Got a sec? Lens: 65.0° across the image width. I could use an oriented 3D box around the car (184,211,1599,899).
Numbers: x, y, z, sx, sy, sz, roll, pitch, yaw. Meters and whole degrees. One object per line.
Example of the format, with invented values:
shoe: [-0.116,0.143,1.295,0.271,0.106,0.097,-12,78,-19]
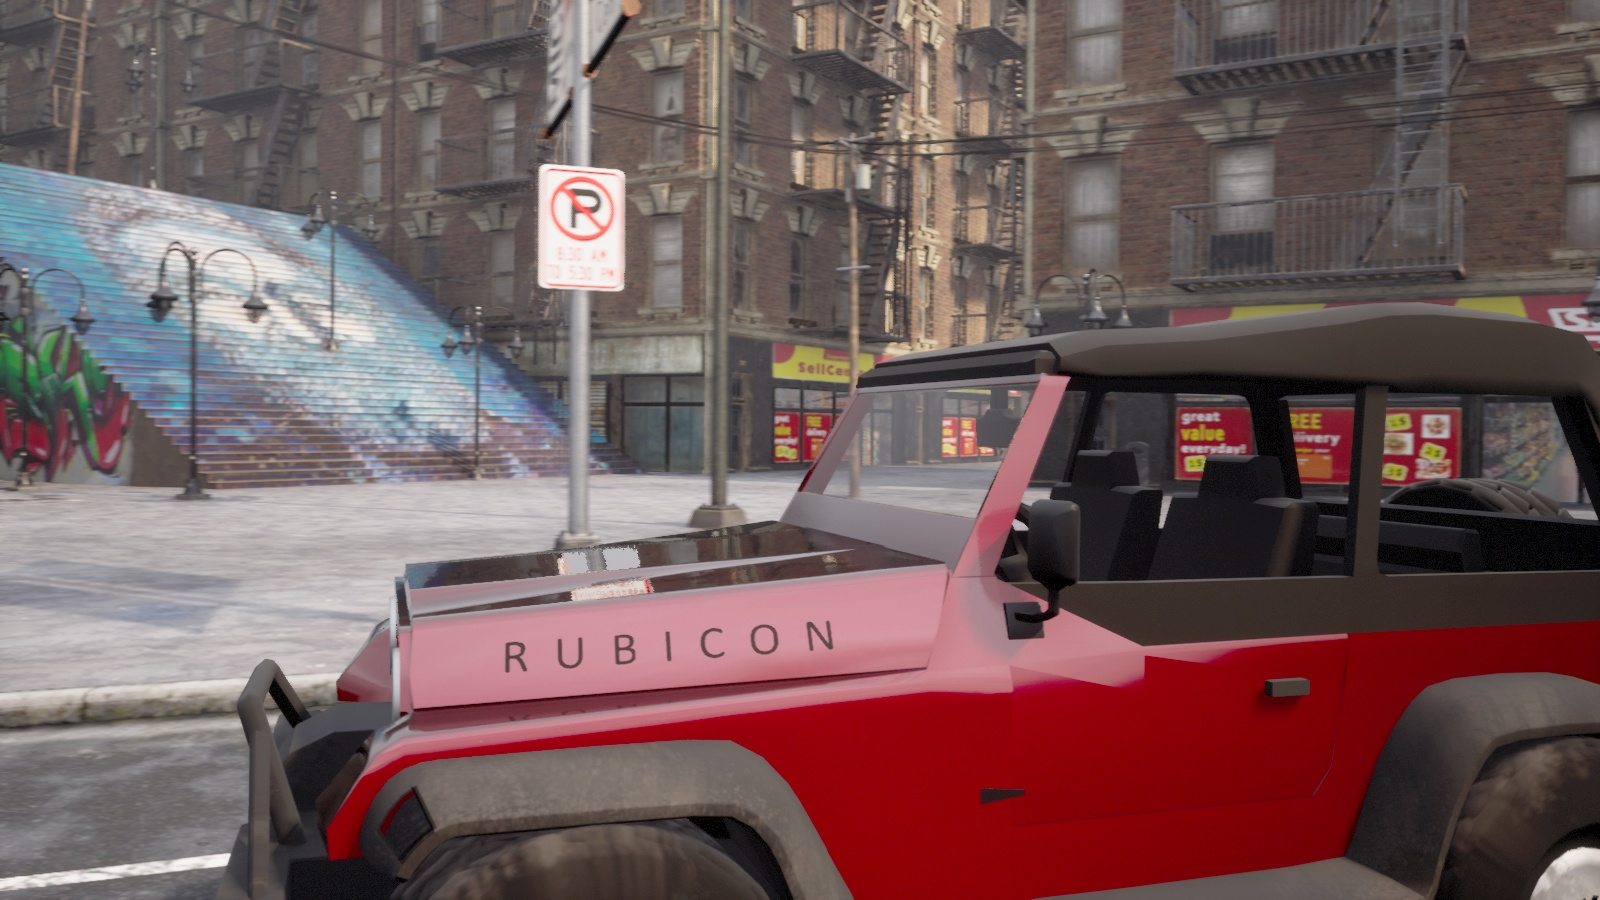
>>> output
car: [0.588,0.528,3.474,3.866,1.878,1.905,-1,1,-19]
